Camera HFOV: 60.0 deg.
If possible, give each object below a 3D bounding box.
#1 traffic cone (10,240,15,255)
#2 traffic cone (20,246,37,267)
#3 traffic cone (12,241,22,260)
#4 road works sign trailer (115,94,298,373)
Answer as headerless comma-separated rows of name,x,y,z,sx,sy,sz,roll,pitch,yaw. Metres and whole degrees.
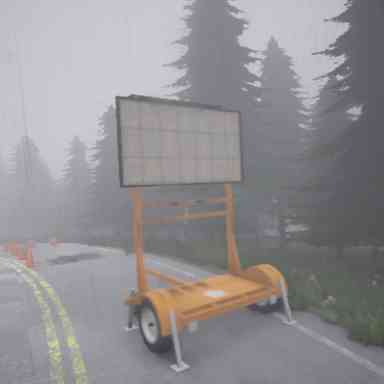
traffic cone,-7.459,2.313,13.956,0.340,0.580,0.340,-4,-2,-35
traffic cone,-5.193,2.066,10.656,0.340,0.580,0.340,-3,-1,-35
traffic cone,-6.325,2.178,12.304,0.340,0.580,0.340,-3,-1,-35
road works sign trailer,-0.165,0.291,5.630,2.380,3.560,2.880,-3,1,-34
